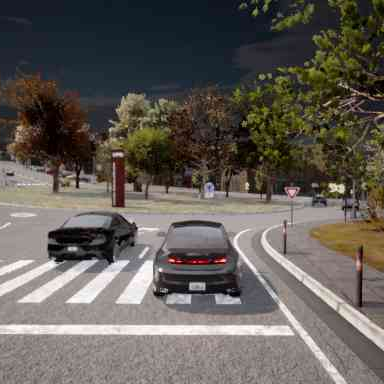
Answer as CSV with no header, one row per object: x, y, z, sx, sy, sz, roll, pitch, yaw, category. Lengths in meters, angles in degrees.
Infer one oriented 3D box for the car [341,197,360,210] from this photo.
18.220,1.315,38.260,2.033,1.411,5.357,1,2,25,car

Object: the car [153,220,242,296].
0.117,1.475,8.528,1.837,1.490,4.892,0,0,0,car

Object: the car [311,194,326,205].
17.878,1.010,46.829,1.837,1.490,4.892,1,2,20,car

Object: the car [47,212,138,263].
-3.248,1.426,11.781,1.882,1.535,5.008,0,0,2,car
